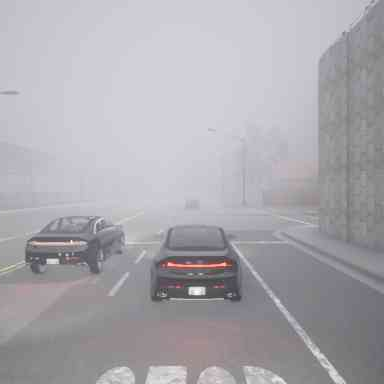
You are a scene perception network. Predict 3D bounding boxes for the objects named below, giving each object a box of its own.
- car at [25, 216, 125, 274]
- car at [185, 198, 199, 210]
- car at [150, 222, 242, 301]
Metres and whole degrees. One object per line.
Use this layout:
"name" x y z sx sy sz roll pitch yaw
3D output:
"car" -3.421 1.492 10.581 2.128 1.511 4.902 0 0 0
"car" 0.012 1.491 43.532 2.128 1.511 4.902 0 0 0
"car" 0.084 1.505 8.311 1.837 1.490 4.892 0 0 0
